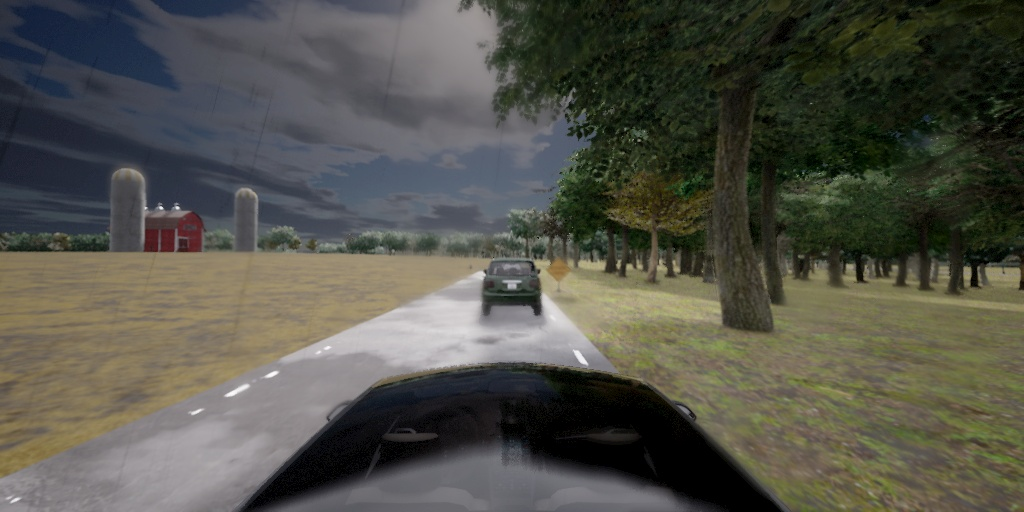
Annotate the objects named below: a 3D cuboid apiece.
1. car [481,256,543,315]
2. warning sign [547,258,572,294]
[{"bbox_3d":[0.014,1.092,14.407,2.150,2.045,5.566,0,0,0],"label":"car"},{"bbox_3d":[2.456,1.019,18.644,1.300,1.860,1.060,0,0,0],"label":"warning sign"}]
